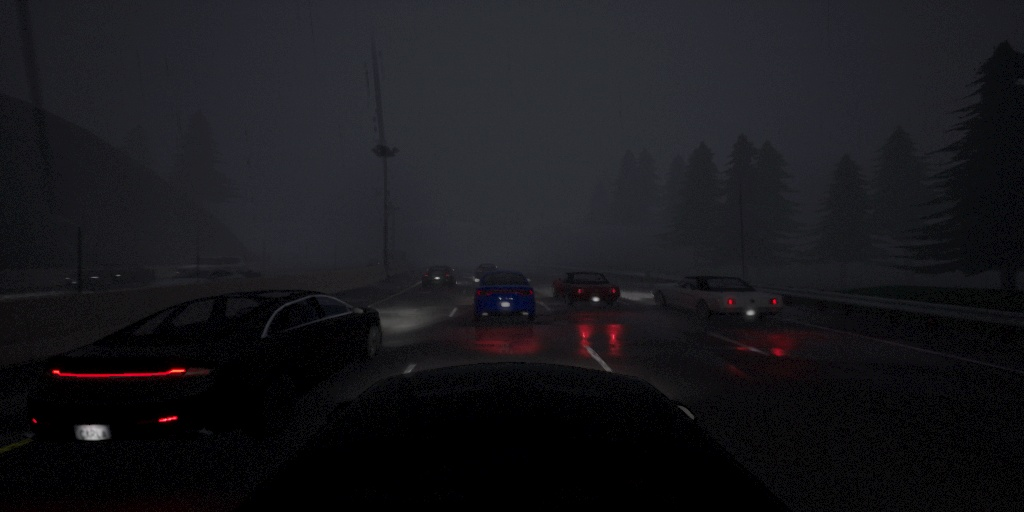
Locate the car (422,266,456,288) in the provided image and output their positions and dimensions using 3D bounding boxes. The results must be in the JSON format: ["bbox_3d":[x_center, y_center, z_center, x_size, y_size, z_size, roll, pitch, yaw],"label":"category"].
[{"bbox_3d":[-4.805,1.325,23.955,1.994,1.385,4.181,0,0,-6],"label":"car"}]

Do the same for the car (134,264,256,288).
[{"bbox_3d":[-14.863,1.306,17.247,1.812,1.442,4.674,0,0,-5],"label":"car"}]

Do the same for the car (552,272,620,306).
[{"bbox_3d":[3.010,1.346,15.710,1.895,1.301,4.718,0,0,-4],"label":"car"}]

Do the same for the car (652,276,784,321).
[{"bbox_3d":[6.719,1.338,12.479,1.895,1.301,4.718,0,0,-3],"label":"car"}]

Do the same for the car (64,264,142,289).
[{"bbox_3d":[-26.082,1.294,23.536,2.128,1.511,4.902,0,0,-7],"label":"car"}]

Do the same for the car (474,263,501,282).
[{"bbox_3d":[-2.133,1.320,30.491,1.994,1.385,4.181,0,0,-8],"label":"car"}]

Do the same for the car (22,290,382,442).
[{"bbox_3d":[-3.528,1.249,5.402,2.128,1.511,4.902,0,0,-1],"label":"car"}]

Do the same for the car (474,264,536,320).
[{"bbox_3d":[-0.311,1.229,12.671,1.882,1.535,5.008,0,0,-3],"label":"car"}]

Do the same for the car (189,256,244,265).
[{"bbox_3d":[-23.112,1.018,27.789,2.150,2.045,5.566,0,0,-8],"label":"car"}]

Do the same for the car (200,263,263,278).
[{"bbox_3d":[-19.098,1.389,24.206,1.895,1.301,4.718,0,0,-7],"label":"car"}]
